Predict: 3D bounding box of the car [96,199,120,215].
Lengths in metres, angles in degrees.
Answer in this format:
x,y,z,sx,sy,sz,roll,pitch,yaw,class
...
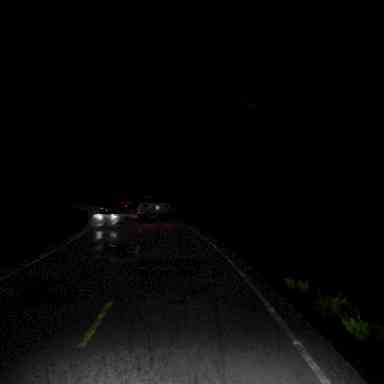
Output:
x,y,z,sx,sy,sz,roll,pitch,yaw,class
-9.561,1.644,36.763,1.837,1.490,4.892,0,0,-20,car

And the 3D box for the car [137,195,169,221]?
x,y,z,sx,sy,sz,roll,pitch,yaw,class
-3.426,1.326,28.822,2.150,2.045,5.566,0,-1,-15,car

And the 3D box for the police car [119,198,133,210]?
x,y,z,sx,sy,sz,roll,pitch,yaw,class
-9.696,1.675,45.755,2.038,1.542,4.974,0,0,-26,police car
